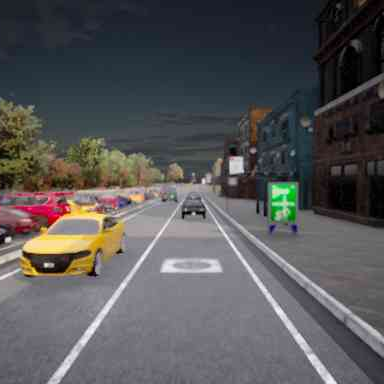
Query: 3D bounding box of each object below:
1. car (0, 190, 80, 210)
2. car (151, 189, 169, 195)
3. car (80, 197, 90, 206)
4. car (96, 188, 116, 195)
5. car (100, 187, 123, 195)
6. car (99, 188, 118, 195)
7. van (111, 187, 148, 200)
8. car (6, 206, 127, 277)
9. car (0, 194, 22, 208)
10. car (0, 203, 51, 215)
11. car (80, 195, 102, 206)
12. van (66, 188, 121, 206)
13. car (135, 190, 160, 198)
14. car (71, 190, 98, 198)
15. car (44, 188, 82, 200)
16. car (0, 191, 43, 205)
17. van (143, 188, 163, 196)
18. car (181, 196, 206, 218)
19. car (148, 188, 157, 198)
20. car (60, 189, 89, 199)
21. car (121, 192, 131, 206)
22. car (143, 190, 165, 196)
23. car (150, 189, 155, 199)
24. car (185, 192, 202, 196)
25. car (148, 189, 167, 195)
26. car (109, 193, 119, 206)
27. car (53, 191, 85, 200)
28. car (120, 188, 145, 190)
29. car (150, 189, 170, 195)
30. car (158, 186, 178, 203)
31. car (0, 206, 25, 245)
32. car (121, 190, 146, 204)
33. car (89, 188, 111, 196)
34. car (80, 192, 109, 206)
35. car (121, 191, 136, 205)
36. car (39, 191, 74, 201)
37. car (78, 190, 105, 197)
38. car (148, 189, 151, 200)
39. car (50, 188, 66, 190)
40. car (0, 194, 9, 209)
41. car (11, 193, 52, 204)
[{"bbox_3d":[-9.637,1.098,18.700,5.566,2.045,2.435,0,1,1],"label":"car"},{"bbox_3d":[-8.967,-0.063,93.696,4.674,1.452,2.002,-1,1,1],"label":"car"},{"bbox_3d":[-9.579,1.299,21.487,5.008,1.535,2.097,0,1,1],"label":"car"},{"bbox_3d":[-22.135,-0.064,85.476,4.553,1.767,2.185,0,1,1],"label":"car"},{"bbox_3d":[-22.083,-0.305,91.167,5.566,2.045,2.435,0,1,0],"label":"car"},{"bbox_3d":[-22.111,-0.120,88.260,4.553,1.767,2.185,0,1,1],"label":"car"},{"bbox_3d":[-9.224,0.564,49.247,4.442,1.987,1.878,0,1,0],"label":"van"},{"bbox_3d":[-3.337,1.417,10.270,1.882,1.535,5.008,0,1,0],"label":"car"},{"bbox_3d":[-22.546,1.023,38.268,4.792,1.488,2.163,0,1,1],"label":"car"},{"bbox_3d":[-9.630,1.439,15.922,4.674,1.452,2.002,0,1,1],"label":"car"},{"bbox_3d":[-9.745,1.247,24.271,5.366,1.575,1.946,0,1,1],"label":"car"},{"bbox_3d":[-9.603,0.874,32.615,4.442,1.987,1.878,0,1,1],"label":"van"},{"bbox_3d":[-9.164,0.406,68.794,4.892,1.521,2.231,0,1,0],"label":"car"},{"bbox_3d":[-22.220,0.429,68.897,4.792,1.488,2.163,0,1,1],"label":"car"},{"bbox_3d":[-22.319,0.371,57.756,5.566,2.045,2.435,0,1,0],"label":"car"},{"bbox_3d":[-22.438,0.764,43.836,4.553,1.767,2.185,0,1,1],"label":"car"},{"bbox_3d":[-8.982,0.012,77.012,4.442,1.987,1.878,0,1,1],"label":"van"},{"bbox_3d":[0.130,1.285,26.809,1.895,1.301,4.718,0,1,0],"label":"car"},{"bbox_3d":[-9.212,0.447,60.442,4.553,1.767,2.185,0,1,1],"label":"car"},{"bbox_3d":[-22.329,0.386,63.327,4.553,1.767,2.185,0,1,0],"label":"car"},{"bbox_3d":[-9.468,1.048,35.401,5.008,1.535,2.097,0,1,1],"label":"car"},{"bbox_3d":[-9.066,0.179,79.924,4.892,1.521,2.231,0,1,0],"label":"car"},{"bbox_3d":[-9.270,0.667,57.664,4.674,1.452,2.002,0,1,1],"label":"car"},{"bbox_3d":[0.180,0.737,43.278,2.097,1.767,4.553,0,1,0],"label":"car"},{"bbox_3d":[-9.029,0.037,88.273,4.792,1.488,2.163,0,1,1],"label":"car"},{"bbox_3d":[-9.517,1.151,29.835,4.892,1.521,2.231,0,1,1],"label":"car"},{"bbox_3d":[-22.329,0.569,60.545,4.892,1.521,2.231,0,1,1],"label":"car"},{"bbox_3d":[-9.334,0.716,46.529,4.553,1.767,2.185,0,1,1],"label":"car"},{"bbox_3d":[-8.789,-0.052,91.053,5.366,1.575,1.946,0,1,0],"label":"car"},{"bbox_3d":[-3.225,0.498,48.974,2.150,2.045,5.566,0,1,1],"label":"car"},{"bbox_3d":[-9.628,1.474,13.137,4.792,1.488,2.163,0,1,0],"label":"car"},{"bbox_3d":[-9.204,0.891,43.748,5.366,1.575,1.946,0,1,1],"label":"car"},{"bbox_3d":[-22.120,0.047,80.032,4.553,1.767,2.185,0,1,1],"label":"car"},{"bbox_3d":[-9.505,1.077,26.925,4.553,1.767,2.185,0,1,0],"label":"car"},{"bbox_3d":[-9.433,0.997,38.183,5.008,1.535,2.097,0,1,1],"label":"car"},{"bbox_3d":[-22.376,0.676,54.975,5.008,1.535,2.097,0,1,1],"label":"car"},{"bbox_3d":[-22.387,0.286,74.343,5.366,1.575,1.946,0,1,1],"label":"car"},{"bbox_3d":[-9.287,0.765,52.098,4.792,1.488,2.163,0,1,1],"label":"car"},{"bbox_3d":[-22.364,0.605,52.188,4.553,1.767,2.185,0,1,1],"label":"car"},{"bbox_3d":[-22.549,1.045,35.486,4.892,1.521,2.231,0,1,0],"label":"car"},{"bbox_3d":[-22.447,0.877,46.624,4.674,1.452,2.002,0,1,0],"label":"car"}]
